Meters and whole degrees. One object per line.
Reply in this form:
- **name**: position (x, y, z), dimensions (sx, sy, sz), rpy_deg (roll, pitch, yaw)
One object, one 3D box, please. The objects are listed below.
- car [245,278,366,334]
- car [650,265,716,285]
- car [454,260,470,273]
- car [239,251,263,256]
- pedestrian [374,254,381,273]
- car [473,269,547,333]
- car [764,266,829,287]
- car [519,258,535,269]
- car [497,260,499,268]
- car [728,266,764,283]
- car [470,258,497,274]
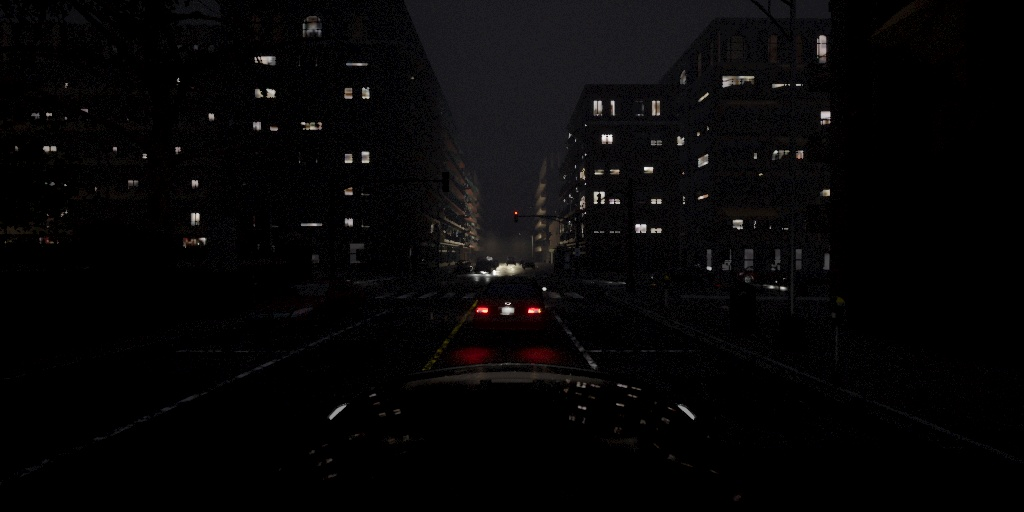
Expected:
- **car**: position (-5.710, 1.331, 10.547), dimensions (1.802, 1.307, 4.207), rpy_deg (0, 0, 0)
- **car**: position (13.700, 1.502, 28.790), dimensions (4.902, 1.511, 2.128), rpy_deg (1, 0, -1)
- **car**: position (-5.794, 1.188, 42.958), dimensions (1.967, 1.591, 4.097), rpy_deg (0, 0, 0)
- **car**: position (-17.597, 0.694, 25.126), dimensions (5.566, 2.045, 2.150), rpy_deg (1, 0, -1)
- **pedestrian**: position (-12.794, 0.652, 33.932), dimensions (0.375, 1.860, 0.375), rpy_deg (0, -1, -1)
- **car**: position (0.056, 1.297, 10.759), dimensions (2.033, 1.411, 5.357), rpy_deg (0, 0, 3)
- **car**: position (23.976, 1.740, 28.942), dimensions (5.357, 1.411, 2.033), rpy_deg (1, 0, -1)
- **car**: position (2.556, 1.299, 54.252), dimensions (2.007, 1.370, 4.403), rpy_deg (0, 0, 0)
- **car**: position (-3.211, 1.350, 52.704), dimensions (1.895, 1.301, 4.718), rpy_deg (0, 0, 0)
- **car**: position (21.305, 1.571, 31.465), dimensions (4.097, 1.591, 1.967), rpy_deg (0, 0, -1)
- **car**: position (-3.211, 1.296, 41.267), dimensions (2.033, 1.411, 5.357), rpy_deg (0, 0, 2)
